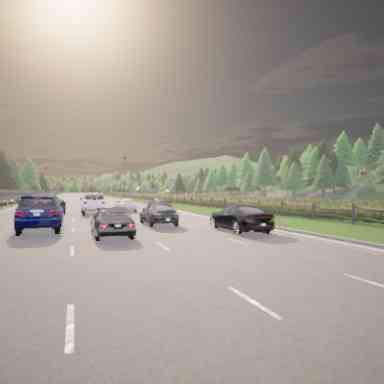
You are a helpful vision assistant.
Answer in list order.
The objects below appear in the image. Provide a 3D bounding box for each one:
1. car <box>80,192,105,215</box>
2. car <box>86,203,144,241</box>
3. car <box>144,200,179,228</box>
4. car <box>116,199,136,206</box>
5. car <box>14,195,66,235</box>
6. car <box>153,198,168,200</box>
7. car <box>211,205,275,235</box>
[{"bbox_3d":[-9.783,1.152,32.861,2.150,2.045,5.566,0,0,-20],"label":"car"},{"bbox_3d":[-4.053,1.514,16.738,2.033,1.411,5.357,0,0,-19],"label":"car"},{"bbox_3d":[-2.203,1.490,21.989,1.812,1.442,4.674,0,-1,-20],"label":"car"},{"bbox_3d":[-7.163,1.458,35.940,1.812,1.442,4.674,0,0,-20],"label":"car"},{"bbox_3d":[-8.476,1.177,18.740,2.150,2.045,5.566,0,0,-20],"label":"car"},{"bbox_3d":[-3.507,1.428,36.088,2.128,1.511,4.902,0,0,-19],"label":"car"},{"bbox_3d":[2.682,1.455,18.679,1.882,1.535,5.008,0,0,-19],"label":"car"}]
